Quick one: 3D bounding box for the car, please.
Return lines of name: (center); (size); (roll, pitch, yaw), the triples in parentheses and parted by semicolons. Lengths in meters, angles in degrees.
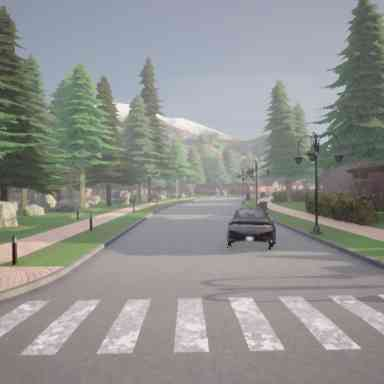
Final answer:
car: (2.526, 1.419, 14.344); (2.128, 1.511, 4.902); (1, 1, 10)
